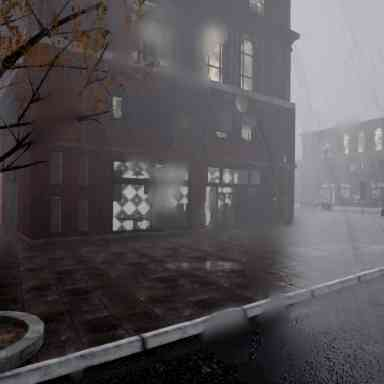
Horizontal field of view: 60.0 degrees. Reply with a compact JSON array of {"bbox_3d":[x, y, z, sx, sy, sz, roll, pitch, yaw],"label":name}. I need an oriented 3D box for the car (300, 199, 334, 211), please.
[{"bbox_3d":[15.561,1.617,41.686,2.008,1.369,4.403,1,-1,-28],"label":"car"}]
